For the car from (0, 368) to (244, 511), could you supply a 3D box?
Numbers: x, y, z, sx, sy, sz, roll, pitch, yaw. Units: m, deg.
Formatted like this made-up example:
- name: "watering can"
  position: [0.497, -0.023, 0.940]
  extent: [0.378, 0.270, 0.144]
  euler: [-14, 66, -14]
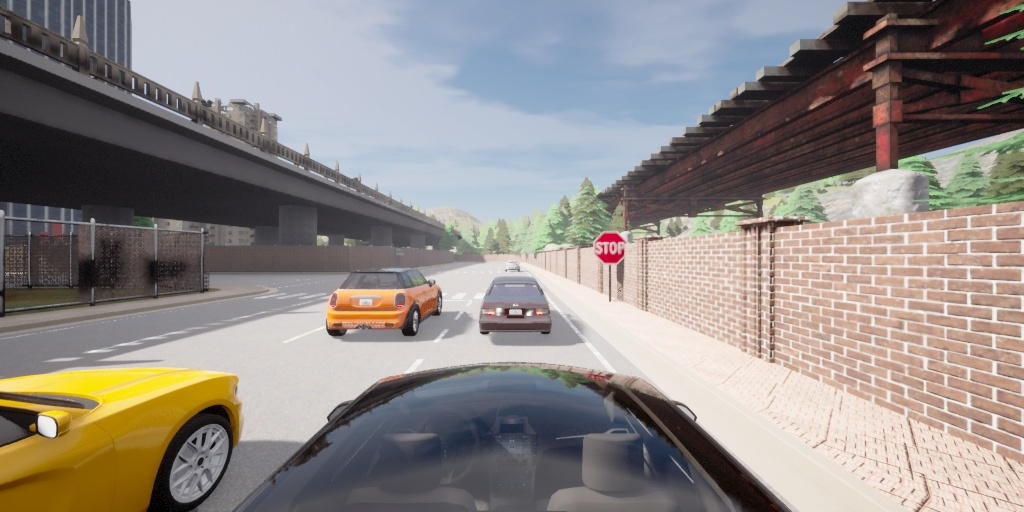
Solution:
- name: "car"
  position: [-3.398, 1.228, 1.257]
  extent: [1.882, 1.535, 5.008]
  euler: [0, 0, 0]

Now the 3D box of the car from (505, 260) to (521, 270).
- name: "car"
  position: [0.068, 1.276, 46.354]
  extent: [1.812, 1.442, 4.674]
  euler: [0, 0, -1]

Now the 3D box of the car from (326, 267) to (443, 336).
- name: "car"
  position: [-3.423, 1.102, 10.515]
  extent: [2.097, 1.767, 4.553]
  euler: [0, 0, 0]

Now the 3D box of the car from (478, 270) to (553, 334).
- name: "car"
  position: [0.078, 1.297, 10.537]
  extent: [2.033, 1.411, 5.357]
  euler: [0, 0, 0]
